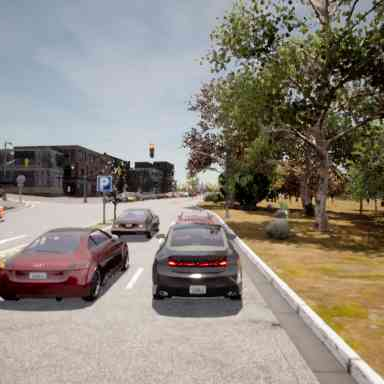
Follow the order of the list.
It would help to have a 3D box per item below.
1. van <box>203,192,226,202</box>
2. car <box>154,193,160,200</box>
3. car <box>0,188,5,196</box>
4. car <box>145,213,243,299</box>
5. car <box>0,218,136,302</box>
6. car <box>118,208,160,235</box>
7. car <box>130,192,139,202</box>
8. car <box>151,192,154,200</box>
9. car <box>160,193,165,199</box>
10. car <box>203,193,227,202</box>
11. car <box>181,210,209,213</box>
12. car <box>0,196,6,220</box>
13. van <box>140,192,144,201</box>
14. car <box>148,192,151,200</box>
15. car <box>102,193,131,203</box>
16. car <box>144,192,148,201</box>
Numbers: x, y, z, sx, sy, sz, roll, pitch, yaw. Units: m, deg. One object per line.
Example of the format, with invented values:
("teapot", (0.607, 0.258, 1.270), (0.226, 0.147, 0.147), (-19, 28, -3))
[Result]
("van", (4.293, 1.038, 65.339), (4.442, 1.987, 1.878), (1, 0, -14))
("car", (-11.440, 1.351, 86.681), (4.674, 1.452, 2.002), (-1, 0, -12))
("car", (-31.157, 0.133, 53.618), (2.002, 1.452, 4.674), (6, -3, -19))
("car", (0.110, 1.514, 8.420), (1.837, 1.490, 4.892), (0, 0, 0))
("car", (-2.900, 1.573, 8.374), (1.994, 1.385, 4.181), (0, 0, 1))
("car", (-2.842, 1.571, 17.593), (2.033, 1.411, 5.357), (0, 0, 1))
("car", (-13.790, 1.311, 65.740), (5.366, 1.575, 1.946), (-1, 0, -15))
("car", (-12.256, 1.353, 80.699), (4.674, 1.452, 2.002), (-1, 0, -13))
("car", (-10.990, 1.058, 89.687), (5.566, 2.045, 2.435), (-1, 0, -12))
("car", (4.677, 1.137, 68.309), (4.553, 1.767, 2.185), (1, 0, -14))
("car", (0.161, 1.624, 17.688), (1.895, 1.301, 4.718), (0, 0, 1))
("car", (-16.624, 1.402, 24.941), (4.553, 1.767, 2.185), (-1, 0, -19))
("van", (-13.230, 1.088, 71.731), (4.442, 1.987, 1.878), (-1, 0, -14))
("car", (-12.629, 1.354, 77.698), (4.674, 1.452, 2.002), (-1, 0, -13))
("car", (-14.435, 1.354, 62.747), (4.792, 1.488, 2.163), (-1, 0, -15))
("car", (-13.002, 1.316, 74.703), (4.892, 1.521, 2.231), (-1, 0, -14))
